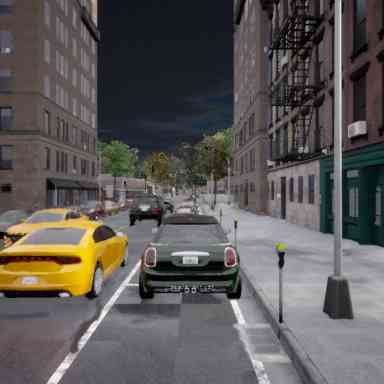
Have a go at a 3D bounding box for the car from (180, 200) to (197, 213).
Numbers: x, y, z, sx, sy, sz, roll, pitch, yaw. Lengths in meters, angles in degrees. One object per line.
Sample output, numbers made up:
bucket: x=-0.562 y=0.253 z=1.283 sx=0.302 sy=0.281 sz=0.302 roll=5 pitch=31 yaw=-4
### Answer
car: x=-0.383 y=1.596 z=38.428 sx=1.802 sy=1.307 sz=4.206 roll=0 pitch=0 yaw=0

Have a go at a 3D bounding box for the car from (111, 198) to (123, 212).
car: x=-8.408 y=1.535 z=32.737 sx=1.752 sy=1.417 sz=4.829 roll=0 pitch=0 yaw=0

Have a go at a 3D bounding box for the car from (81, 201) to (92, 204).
car: x=-8.408 y=1.553 z=21.869 sx=2.008 sy=1.369 sz=4.403 roll=0 pitch=0 yaw=0

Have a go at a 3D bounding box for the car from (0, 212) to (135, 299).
car: x=-2.923 y=1.478 z=8.482 sx=1.882 sy=1.535 sz=5.008 roll=0 pitch=-1 yaw=0

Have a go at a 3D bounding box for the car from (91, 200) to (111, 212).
car: x=-8.408 y=1.446 z=27.388 sx=1.967 sy=1.590 sz=4.097 roll=0 pitch=0 yaw=0

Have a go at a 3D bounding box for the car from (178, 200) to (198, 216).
car: x=-0.383 y=1.554 z=32.910 sx=1.887 sy=1.381 sz=4.507 roll=0 pitch=0 yaw=0

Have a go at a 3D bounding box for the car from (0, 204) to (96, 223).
car: x=-5.870 y=1.478 z=14.072 sx=1.882 sy=1.535 sz=5.008 roll=0 pitch=0 yaw=0

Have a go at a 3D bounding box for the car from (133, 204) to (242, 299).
car: x=-0.032 y=1.353 z=8.620 sx=2.097 sy=1.767 sz=4.553 roll=0 pitch=0 yaw=0

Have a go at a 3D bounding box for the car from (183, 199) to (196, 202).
car: x=-0.383 y=1.531 z=27.562 sx=1.752 sy=1.417 sz=4.829 roll=0 pitch=0 yaw=0

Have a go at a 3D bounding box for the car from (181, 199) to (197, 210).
car: x=-0.383 y=1.584 z=43.946 sx=1.947 sy=1.339 sz=4.313 roll=0 pitch=0 yaw=0

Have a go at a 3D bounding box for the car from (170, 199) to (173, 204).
car: x=-2.921 y=1.517 z=36.735 sx=1.837 sy=1.490 sz=4.892 roll=0 pitch=0 yaw=0

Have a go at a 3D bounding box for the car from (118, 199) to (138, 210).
car: x=-8.408 y=1.600 z=43.945 sx=1.802 sy=1.307 sz=4.206 roll=0 pitch=0 yaw=0

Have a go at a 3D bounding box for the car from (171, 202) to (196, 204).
car: x=-0.383 y=1.584 z=21.873 sx=1.802 sy=1.307 sz=4.206 roll=0 pitch=0 yaw=0

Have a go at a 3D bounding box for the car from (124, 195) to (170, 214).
car: x=-3.011 y=1.220 z=23.572 sx=2.150 sy=2.045 sz=5.566 roll=0 pitch=-1 yaw=0
